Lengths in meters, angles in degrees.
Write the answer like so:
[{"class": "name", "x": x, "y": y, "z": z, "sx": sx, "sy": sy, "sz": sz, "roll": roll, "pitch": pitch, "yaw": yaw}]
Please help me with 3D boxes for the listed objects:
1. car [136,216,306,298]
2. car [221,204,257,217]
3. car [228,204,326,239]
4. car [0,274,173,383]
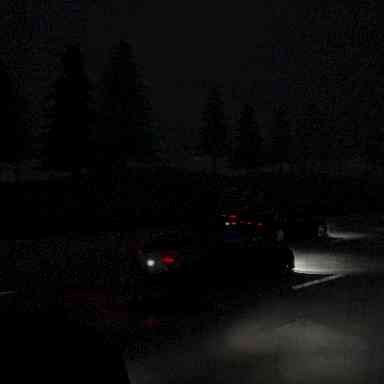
[{"class": "car", "x": 0.706, "y": 1.542, "z": 8.555, "sx": 4.181, "sy": 1.385, "sz": 1.994, "roll": 0, "pitch": 0, "yaw": -35}, {"class": "car", "x": 3.870, "y": 1.447, "z": 19.390, "sx": 4.892, "sy": 1.490, "sz": 1.837, "roll": -1, "pitch": 0, "yaw": -35}, {"class": "car", "x": 4.227, "y": 1.455, "z": 15.350, "sx": 4.892, "sy": 1.490, "sz": 1.837, "roll": -1, "pitch": 0, "yaw": -35}, {"class": "car", "x": -2.730, "y": 1.497, "z": 1.812, "sx": 4.902, "sy": 1.511, "sz": 2.128, "roll": 0, "pitch": 0, "yaw": -35}]
